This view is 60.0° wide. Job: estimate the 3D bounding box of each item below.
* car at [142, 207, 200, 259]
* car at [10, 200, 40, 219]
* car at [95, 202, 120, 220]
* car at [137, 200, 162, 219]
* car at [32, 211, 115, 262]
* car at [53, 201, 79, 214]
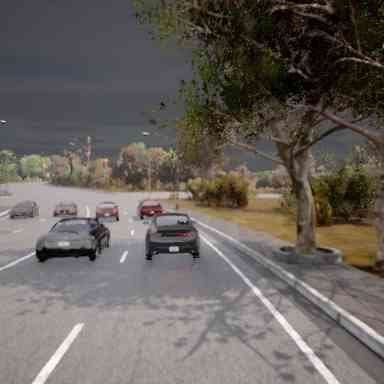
[{"bbox_3d":[-0.823,1.554,12.886,1.837,1.490,4.892,0,0,-6],"label":"car"},{"bbox_3d":[-15.072,1.557,30.187,1.837,1.490,4.892,-1,1,-16],"label":"car"},{"bbox_3d":[-7.051,1.547,27.800,1.812,1.442,4.674,-1,1,-13],"label":"car"},{"bbox_3d":[-3.709,1.438,28.875,1.882,1.535,5.008,-1,1,-13],"label":"car"},{"bbox_3d":[-4.316,1.644,12.631,1.994,1.385,4.181,-1,0,-6],"label":"car"},{"bbox_3d":[-11.694,1.553,31.069,1.994,1.385,4.181,-1,2,-16],"label":"car"}]
